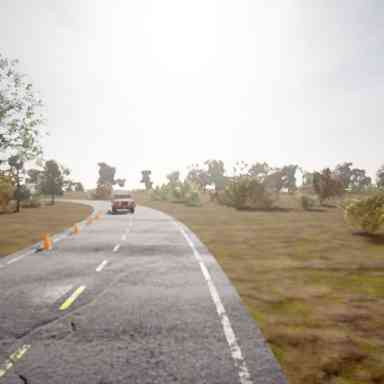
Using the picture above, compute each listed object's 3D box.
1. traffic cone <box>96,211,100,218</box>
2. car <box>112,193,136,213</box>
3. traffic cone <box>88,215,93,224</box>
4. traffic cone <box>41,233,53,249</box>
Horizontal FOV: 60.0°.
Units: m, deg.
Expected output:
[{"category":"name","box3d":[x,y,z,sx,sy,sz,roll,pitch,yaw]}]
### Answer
[{"category":"traffic cone","box3d":[-7.811,1.851,27.553,0.340,0.580,0.340,0,0,-11]},{"category":"car","box3d":[-7.302,1.090,35.408,2.150,2.045,5.566,0,0,-15]},{"category":"traffic cone","box3d":[-6.932,1.867,22.723,0.340,0.580,0.340,0,0,-9]},{"category":"traffic cone","box3d":[-5.660,1.906,12.988,0.340,0.580,0.340,0,0,-6]}]
